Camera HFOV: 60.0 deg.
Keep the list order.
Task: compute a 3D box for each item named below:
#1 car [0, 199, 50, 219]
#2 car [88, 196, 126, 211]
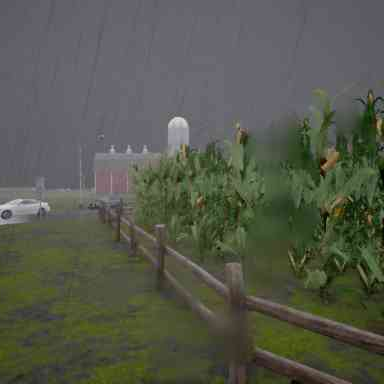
[{"bbox_3d":[-13.663,1.283,26.491,1.812,1.442,4.674,-1,1,31],"label":"car"},{"bbox_3d":[-8.833,1.158,34.710,1.994,1.385,4.181,-1,1,29],"label":"car"}]
